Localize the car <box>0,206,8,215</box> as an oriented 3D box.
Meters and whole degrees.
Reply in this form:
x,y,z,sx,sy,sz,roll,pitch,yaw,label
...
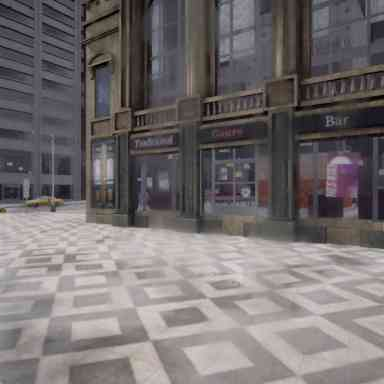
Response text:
x,y,z,sx,sy,sz,roll,pitch,yaw,label
-18.052,1.343,27.692,1.752,1.417,4.829,1,2,36,car

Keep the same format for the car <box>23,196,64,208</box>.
x,y,z,sx,sy,sz,roll,pitch,yaw,label
-18.529,1.146,41.593,1.752,1.417,4.829,1,2,36,car
